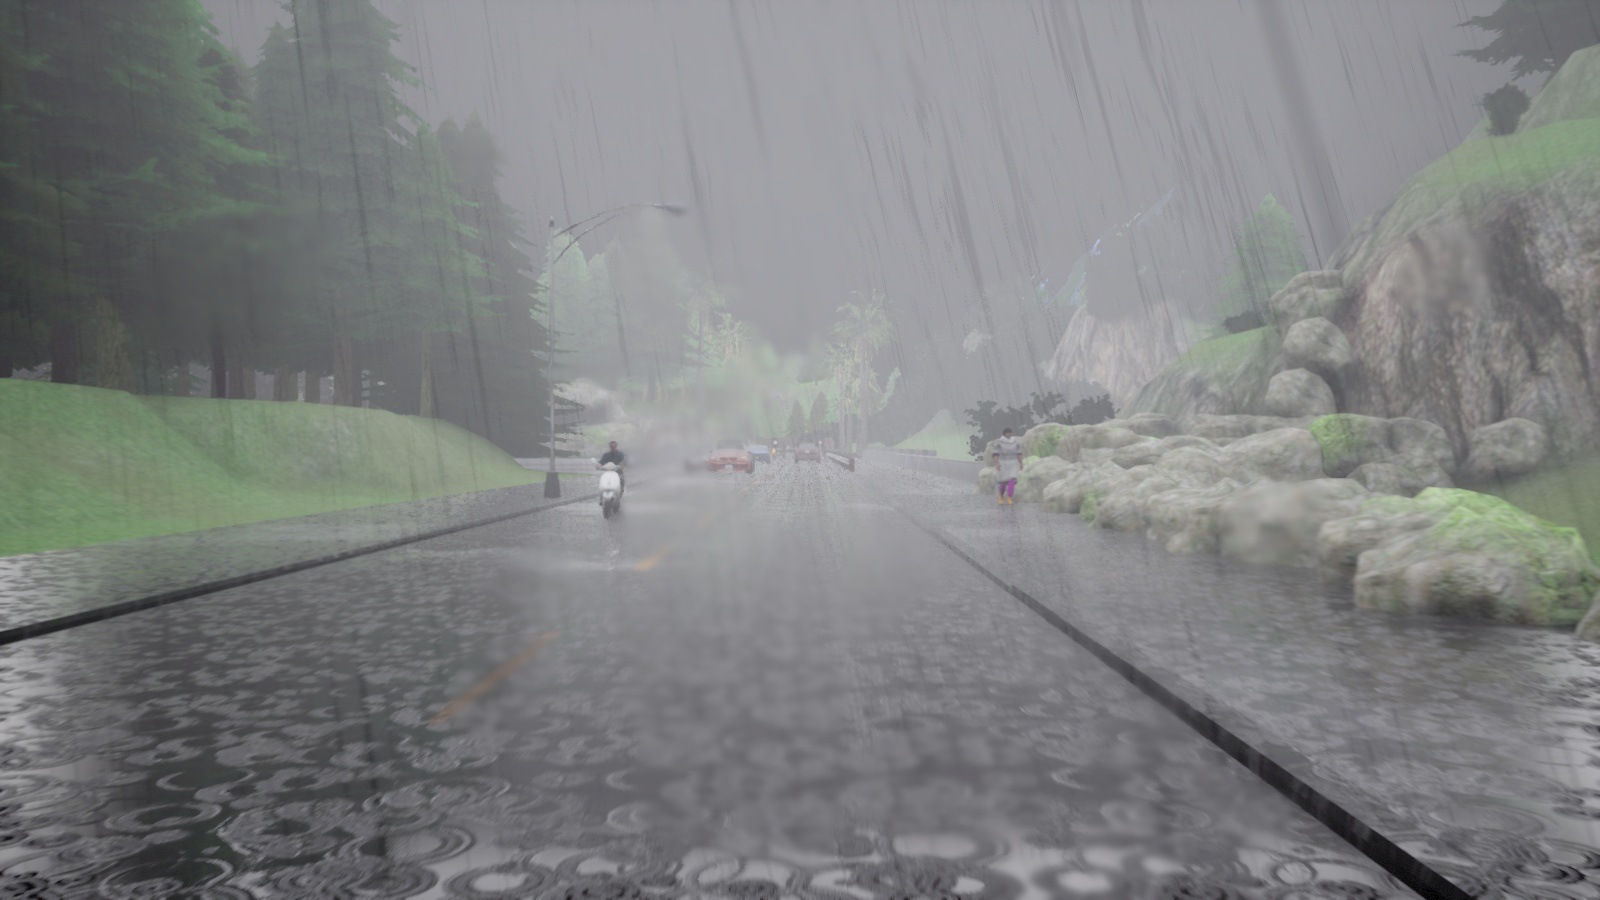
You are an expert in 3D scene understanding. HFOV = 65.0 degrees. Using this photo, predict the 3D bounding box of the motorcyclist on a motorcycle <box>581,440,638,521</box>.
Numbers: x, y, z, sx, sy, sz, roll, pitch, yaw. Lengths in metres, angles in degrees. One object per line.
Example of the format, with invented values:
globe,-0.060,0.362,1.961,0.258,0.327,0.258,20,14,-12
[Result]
motorcyclist on a motorcycle,-3.843,0.593,25.469,0.866,1.590,1.817,0,0,0

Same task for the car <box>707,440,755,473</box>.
car,-3.611,0.316,66.615,2.242,1.667,4.611,0,0,0

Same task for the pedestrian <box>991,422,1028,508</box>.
pedestrian,4.822,0.342,28.954,0.659,1.952,0.873,0,0,-3
